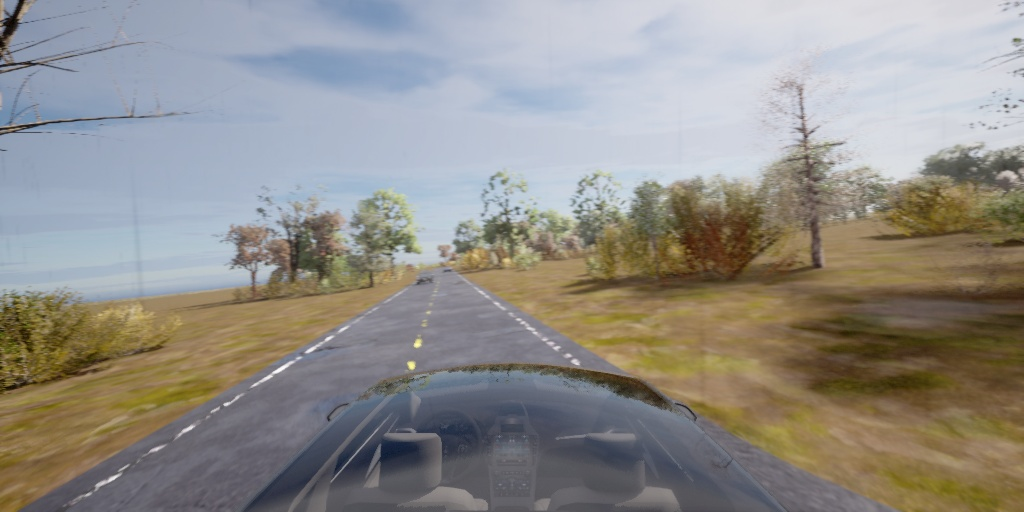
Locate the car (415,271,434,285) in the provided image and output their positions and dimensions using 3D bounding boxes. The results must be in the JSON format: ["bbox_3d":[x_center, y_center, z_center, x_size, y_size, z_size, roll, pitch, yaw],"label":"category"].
[{"bbox_3d":[-10.245,2.506,42.404,1.837,1.490,4.892,-6,0,-11],"label":"car"}]
